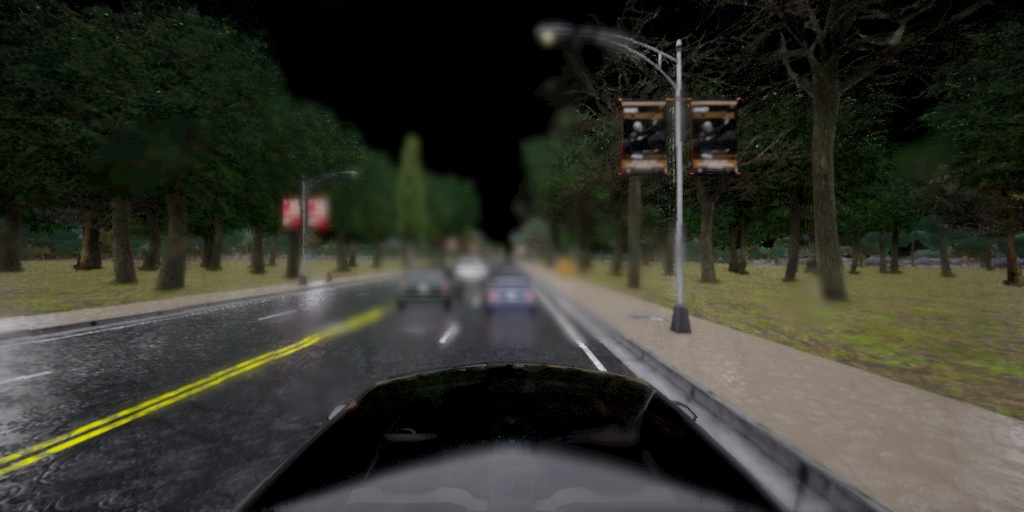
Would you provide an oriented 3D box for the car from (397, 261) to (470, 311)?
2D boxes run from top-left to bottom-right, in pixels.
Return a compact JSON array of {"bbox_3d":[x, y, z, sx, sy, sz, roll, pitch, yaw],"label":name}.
[{"bbox_3d":[-3.234,1.218,15.295,2.097,1.767,4.553,0,-1,0],"label":"car"}]

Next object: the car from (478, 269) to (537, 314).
[{"bbox_3d":[0.004,1.407,14.405,2.033,1.411,5.357,0,0,0],"label":"car"}]

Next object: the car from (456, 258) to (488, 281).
[{"bbox_3d":[-3.277,1.200,29.454,2.150,2.045,5.566,0,0,0],"label":"car"}]

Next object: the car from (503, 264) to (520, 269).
[{"bbox_3d":[-0.020,1.580,30.125,1.895,1.301,4.718,0,0,0],"label":"car"}]

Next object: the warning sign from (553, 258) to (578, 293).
[{"bbox_3d":[2.837,1.013,19.019,1.300,1.860,1.060,0,0,0],"label":"warning sign"}]
